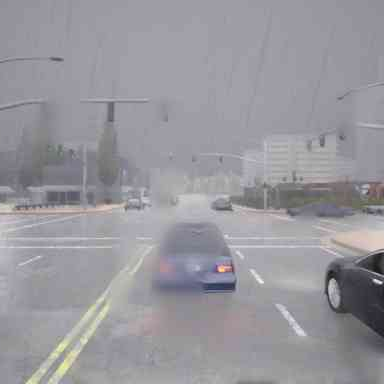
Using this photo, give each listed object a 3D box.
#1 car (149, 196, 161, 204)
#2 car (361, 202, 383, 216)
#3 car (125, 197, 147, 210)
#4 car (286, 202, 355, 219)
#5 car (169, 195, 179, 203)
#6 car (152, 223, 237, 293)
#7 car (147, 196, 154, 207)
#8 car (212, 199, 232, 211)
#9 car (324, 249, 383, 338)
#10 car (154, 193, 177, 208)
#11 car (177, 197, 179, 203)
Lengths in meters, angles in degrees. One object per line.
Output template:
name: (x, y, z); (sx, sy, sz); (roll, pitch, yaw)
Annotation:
car: (-7.225, 1.506, 64.905); (1.837, 1.490, 4.892); (0, 0, 0)
car: (18.944, 1.601, 31.973); (4.718, 1.301, 1.895); (0, 0, -2)
car: (-7.221, 1.526, 42.056); (1.812, 1.442, 4.674); (0, 0, 0)
car: (10.847, 1.547, 28.252); (5.357, 1.411, 2.033); (0, 0, -1)
car: (-3.708, 1.503, 68.257); (1.837, 1.490, 4.892); (0, 0, 0)
car: (0.056, 1.547, 8.993); (2.033, 1.411, 5.357); (0, 0, 0)
car: (-7.241, 1.526, 51.012); (1.812, 1.442, 4.674); (0, 0, 0)
car: (3.546, 1.564, 40.053); (1.994, 1.385, 4.181); (0, 0, -4)
car: (3.548, 1.505, 4.746); (1.837, 1.490, 4.892); (0, 0, 0)
car: (-3.726, 1.221, 48.351); (2.150, 2.045, 5.566); (0, 0, 0)
car: (-3.748, 1.526, 58.108); (1.812, 1.442, 4.674); (0, 0, 0)
